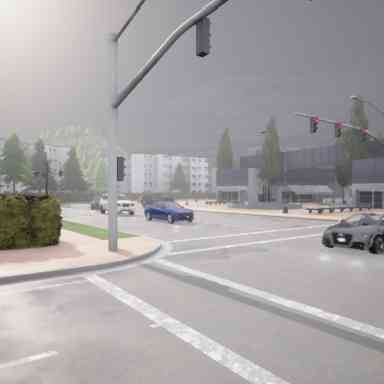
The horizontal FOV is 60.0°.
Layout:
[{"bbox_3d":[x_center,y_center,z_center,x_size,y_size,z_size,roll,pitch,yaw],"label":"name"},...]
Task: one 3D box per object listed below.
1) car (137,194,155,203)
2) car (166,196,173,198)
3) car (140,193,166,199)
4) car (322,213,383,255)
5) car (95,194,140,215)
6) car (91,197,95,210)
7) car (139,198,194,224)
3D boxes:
[{"bbox_3d":[-9.312,1.352,68.117,2.097,1.767,4.553,0,0,15],"label":"car"},{"bbox_3d":[-5.250,1.477,69.690,1.882,1.535,5.008,0,0,20],"label":"car"},{"bbox_3d":[-5.610,1.221,46.014,2.150,2.045,5.566,0,0,-18],"label":"car"},{"bbox_3d":[7.108,1.564,13.365,4.181,1.385,1.994,0,0,-36],"label":"car"},{"bbox_3d":[-7.624,1.221,33.538,2.150,2.045,5.566,0,0,-32],"label":"car"},{"bbox_3d":[-11.939,1.352,42.924,2.097,1.767,4.553,0,0,-17],"label":"car"},{"bbox_3d":[-1.815,1.478,25.359,1.882,1.535,5.008,0,0,-37],"label":"car"}]
